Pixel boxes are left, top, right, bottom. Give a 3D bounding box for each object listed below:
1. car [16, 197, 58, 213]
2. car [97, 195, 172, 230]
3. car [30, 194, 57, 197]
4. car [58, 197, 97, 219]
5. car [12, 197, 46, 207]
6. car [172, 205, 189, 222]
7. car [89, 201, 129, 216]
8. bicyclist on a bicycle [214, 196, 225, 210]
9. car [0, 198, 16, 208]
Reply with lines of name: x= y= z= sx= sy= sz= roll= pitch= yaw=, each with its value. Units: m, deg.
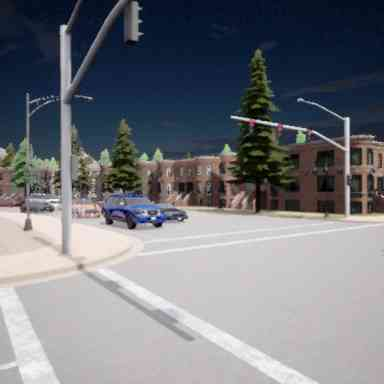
car: x=-16.907 y=1.578 z=36.332 sx=4.181 sy=1.385 sz=1.994 roll=0 pitch=0 yaw=35
car: x=-3.907 y=1.203 z=21.725 sx=2.150 sy=2.045 sz=5.566 roll=0 pitch=0 yaw=-37
car: x=-18.076 y=1.230 z=41.455 sx=5.566 sy=2.045 sz=2.150 roll=0 pitch=0 yaw=31
car: x=-9.733 y=1.346 z=29.412 sx=2.097 sy=1.767 sz=4.553 roll=0 pitch=0 yaw=-40
car: x=-25.764 y=1.531 z=52.629 sx=4.892 sy=1.490 sz=1.837 roll=0 pitch=0 yaw=18
car: x=-2.439 y=1.516 z=25.724 sx=2.033 sy=1.411 sz=5.357 roll=0 pitch=0 yaw=-36
car: x=-8.363 y=1.583 z=33.269 sx=1.895 sy=1.301 sz=4.718 roll=0 pitch=0 yaw=-42
bicyclist on a bicycle: x=3.031 y=1.228 z=36.970 sx=1.656 sy=1.620 sz=0.582 roll=-1 pitch=0 yaw=-37
car: x=-27.133 y=1.601 z=49.407 sx=4.181 sy=1.385 sz=1.994 roll=0 pitch=0 yaw=18
